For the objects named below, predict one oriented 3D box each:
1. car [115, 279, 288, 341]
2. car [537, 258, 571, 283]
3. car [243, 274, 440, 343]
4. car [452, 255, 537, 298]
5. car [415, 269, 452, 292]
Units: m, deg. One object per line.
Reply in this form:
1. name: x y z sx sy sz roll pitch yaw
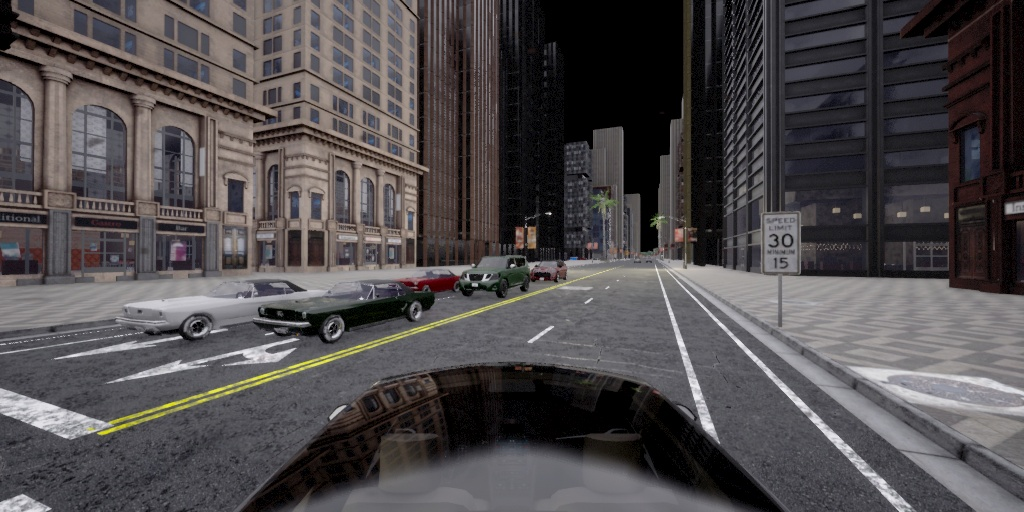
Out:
1. car: -7.673 1.352 10.212 1.895 1.301 4.718 0 0 21
2. car: 3.002 1.115 28.581 2.097 1.767 4.553 0 0 21
3. car: -4.271 1.352 9.985 1.895 1.301 4.718 0 0 24
4. car: -0.705 0.977 19.072 2.150 2.045 5.566 0 0 21
5. car: -4.332 1.356 18.744 1.895 1.301 4.718 0 0 21
